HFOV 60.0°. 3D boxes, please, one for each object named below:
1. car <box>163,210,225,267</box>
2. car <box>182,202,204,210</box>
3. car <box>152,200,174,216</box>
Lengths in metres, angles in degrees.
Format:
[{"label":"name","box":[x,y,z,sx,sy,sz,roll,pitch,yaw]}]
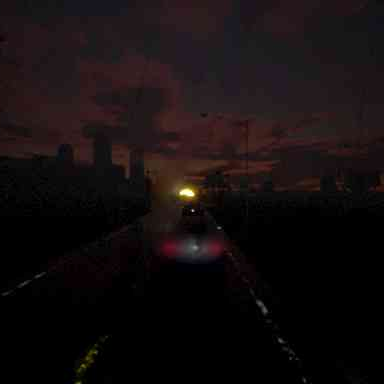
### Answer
[{"label":"car","box":[0.062,1.562,11.389,2.033,1.411,5.357,0,0,0]},{"label":"car","box":[0.082,1.607,31.129,1.994,1.385,4.181,0,0,0]},{"label":"car","box":[-2.841,1.524,33.213,1.882,1.535,5.008,0,0,0]}]
